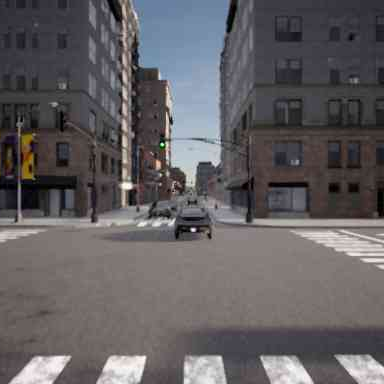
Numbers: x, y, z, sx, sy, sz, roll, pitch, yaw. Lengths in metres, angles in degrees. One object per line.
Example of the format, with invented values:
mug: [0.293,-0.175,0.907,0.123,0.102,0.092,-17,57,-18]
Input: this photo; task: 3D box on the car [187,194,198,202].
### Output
car: [0.085,1.653,61.459,1.837,1.490,4.892,0,0,1]

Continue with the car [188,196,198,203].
car: [0.217,1.563,71.860,2.128,1.511,4.902,0,0,2]

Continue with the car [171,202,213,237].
car: [0.058,1.521,17.985,1.837,1.490,4.892,0,0,0]

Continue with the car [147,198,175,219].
car: [-2.840,1.559,30.023,1.837,1.490,4.892,0,0,0]

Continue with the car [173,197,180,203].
car: [-2.793,1.644,40.109,1.994,1.385,4.181,0,0,0]
